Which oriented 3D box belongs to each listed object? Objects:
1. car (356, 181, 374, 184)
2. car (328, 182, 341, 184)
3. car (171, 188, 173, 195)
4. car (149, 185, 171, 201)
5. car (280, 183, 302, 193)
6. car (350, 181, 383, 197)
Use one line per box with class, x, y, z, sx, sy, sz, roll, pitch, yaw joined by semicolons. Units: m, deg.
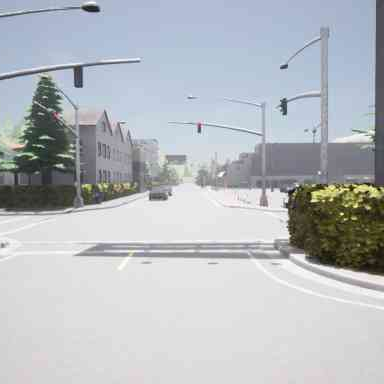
car;18.925;-0.181;34.281;1.905;1.878;3.866;-1;2;-1
car;25.149;-1.045;59.569;2.152;1.636;5.027;-1;2;-1
car;-3.863;-0.205;48.470;2.128;1.511;4.902;-1;2;0
car;-3.819;0.131;38.339;1.882;1.535;5.008;-1;2;0
car;15.130;-0.536;52.129;2.007;1.523;4.514;-1;2;-1
car;22.149;-0.468;42.170;1.932;1.855;4.605;-1;2;-1
